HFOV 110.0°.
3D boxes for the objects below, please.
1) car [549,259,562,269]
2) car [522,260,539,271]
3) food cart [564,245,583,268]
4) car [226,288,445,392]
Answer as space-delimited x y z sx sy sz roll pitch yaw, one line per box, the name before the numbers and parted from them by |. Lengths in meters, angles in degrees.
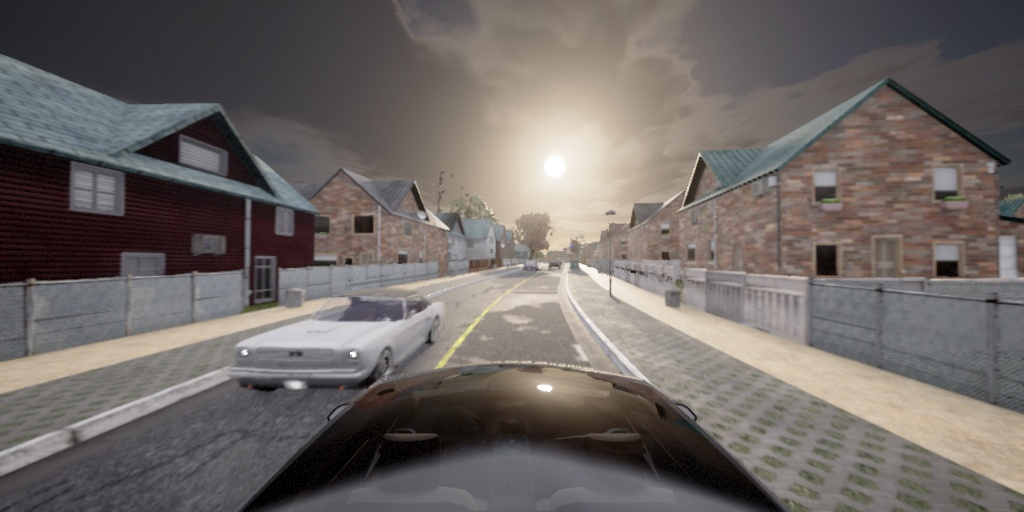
car | 7.083 1.332 59.602 1.837 1.490 4.892 0 0 9
car | 2.581 1.307 48.536 1.812 1.442 4.674 0 0 9
food cart | 9.009 0.269 51.975 2.280 3.560 4.660 0 0 9
car | -2.685 1.342 6.782 1.895 1.301 4.718 0 0 2
